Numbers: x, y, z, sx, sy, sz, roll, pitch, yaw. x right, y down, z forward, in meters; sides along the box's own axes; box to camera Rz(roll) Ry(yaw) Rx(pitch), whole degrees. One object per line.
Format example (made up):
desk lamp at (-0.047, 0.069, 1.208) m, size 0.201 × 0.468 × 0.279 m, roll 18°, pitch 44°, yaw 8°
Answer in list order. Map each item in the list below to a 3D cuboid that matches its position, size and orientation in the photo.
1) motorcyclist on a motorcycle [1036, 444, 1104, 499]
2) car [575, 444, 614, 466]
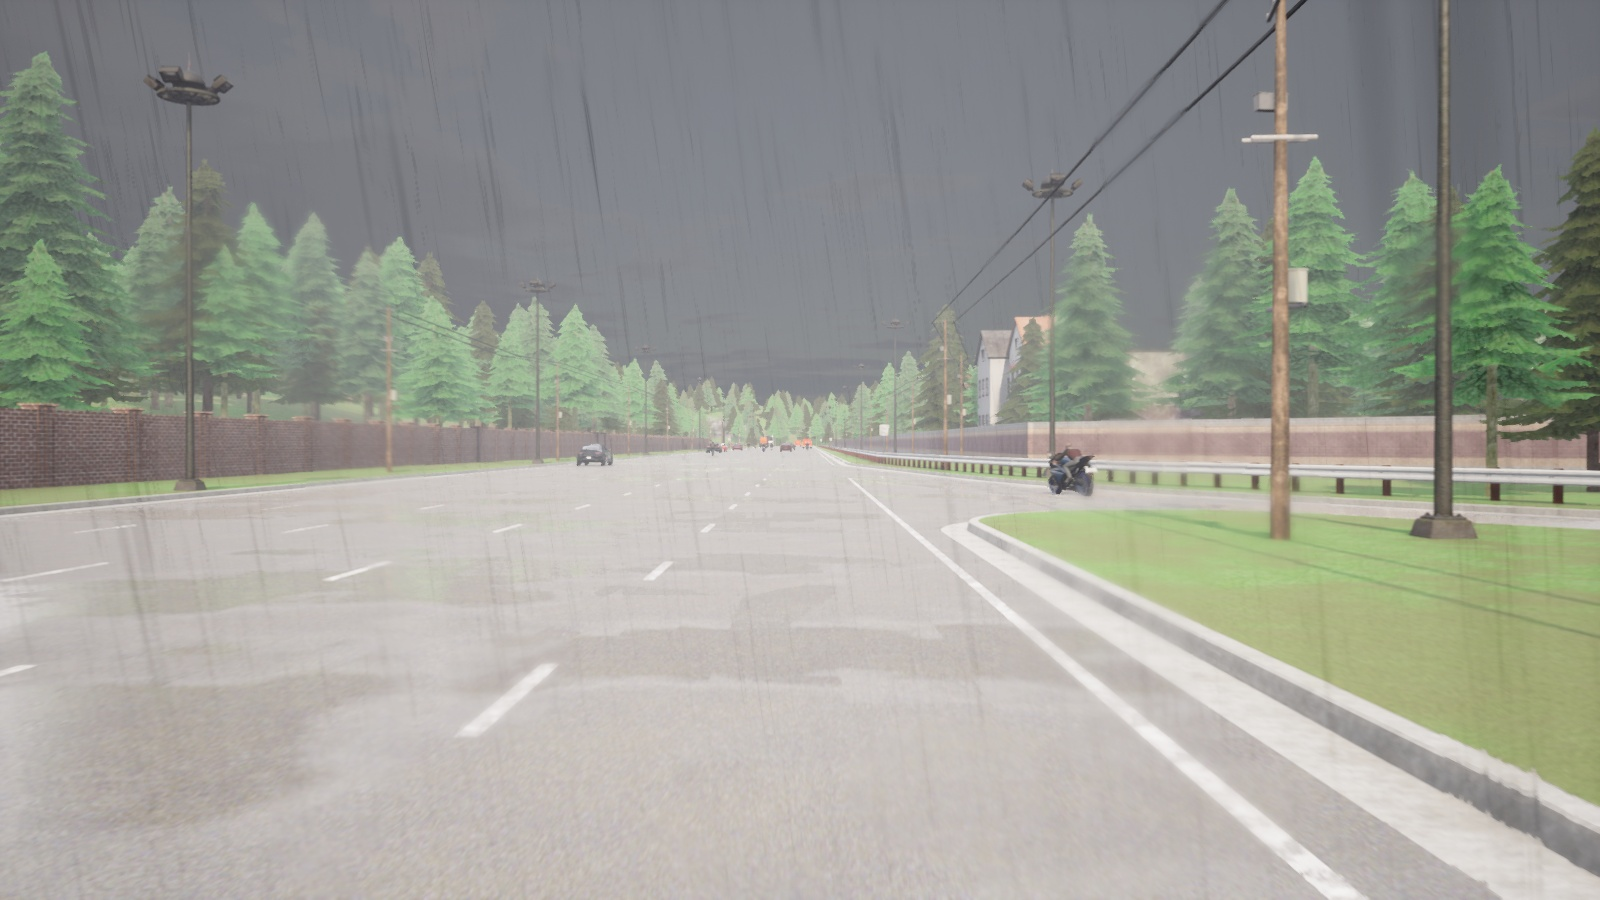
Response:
motorcyclist on a motorcycle at (7.640, 0.587, 35.616) m, size 0.866 × 1.530 × 2.191 m, roll 0°, pitch 0°, yaw -20°
car at (-13.513, 0.295, 82.727) m, size 1.812 × 1.442 × 4.674 m, roll 0°, pitch 0°, yaw 0°
